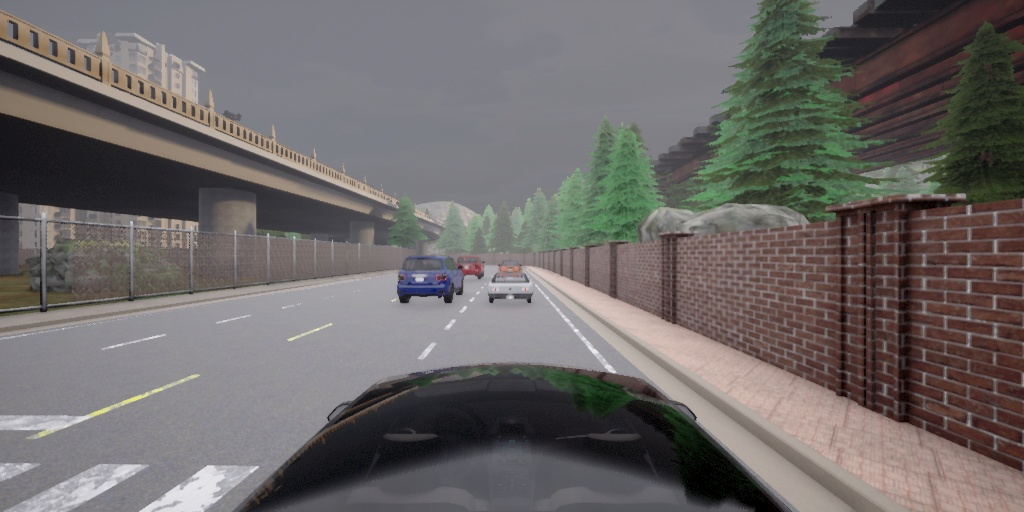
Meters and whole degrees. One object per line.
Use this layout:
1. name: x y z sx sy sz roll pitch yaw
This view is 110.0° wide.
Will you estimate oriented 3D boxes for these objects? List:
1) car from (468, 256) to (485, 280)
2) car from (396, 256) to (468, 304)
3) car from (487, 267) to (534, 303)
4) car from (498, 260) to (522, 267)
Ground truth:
1. car: -3.659 1.008 31.540 2.150 2.045 5.566 0 0 0
2. car: -3.576 1.008 16.540 2.150 2.045 5.566 0 0 0
3. car: -0.076 1.366 16.559 1.895 1.301 4.718 0 0 0
4. car: -0.159 1.116 31.499 2.097 1.767 4.553 0 0 0
